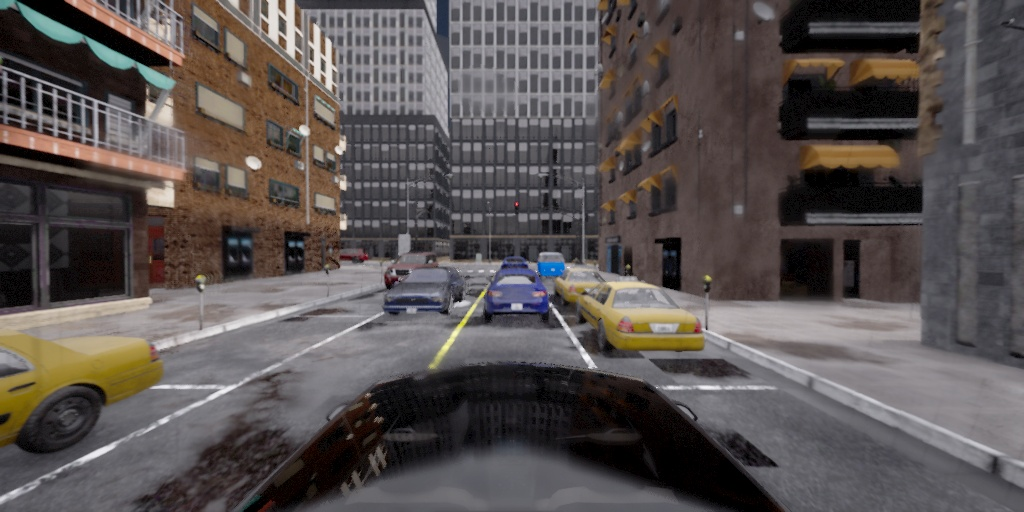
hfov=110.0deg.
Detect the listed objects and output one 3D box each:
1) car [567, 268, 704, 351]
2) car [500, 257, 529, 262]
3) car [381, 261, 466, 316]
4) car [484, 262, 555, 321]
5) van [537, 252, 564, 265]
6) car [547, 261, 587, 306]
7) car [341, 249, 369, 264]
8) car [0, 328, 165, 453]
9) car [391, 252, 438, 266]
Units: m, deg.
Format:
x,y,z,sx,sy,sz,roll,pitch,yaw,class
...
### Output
x,y,z,sx,sy,sz,roll,pitch,yaw,class
2.591,1.148,8.419,1.751,1.417,4.829,0,0,0,car
0.190,0.781,24.844,1.882,1.535,5.008,0,1,0,car
-2.775,1.086,12.655,2.033,1.411,5.357,0,1,1,car
0.136,1.088,11.410,1.812,1.442,4.674,0,1,0,car
2.654,0.638,25.166,1.690,1.789,3.998,0,0,0,van
2.612,1.039,14.058,1.751,1.417,4.829,0,0,0,car
-20.720,0.016,45.208,5.009,1.841,2.192,0,0,0,car
-5.312,1.258,2.469,1.751,1.417,4.829,0,0,0,car
-5.247,0.720,19.558,2.192,1.841,5.009,0,0,0,car
